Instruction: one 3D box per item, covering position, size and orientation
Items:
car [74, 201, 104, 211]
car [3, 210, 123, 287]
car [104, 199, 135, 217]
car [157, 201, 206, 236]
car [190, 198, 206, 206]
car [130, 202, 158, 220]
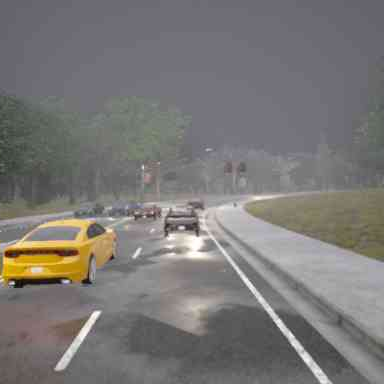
[{"bbox_3d":[-10.152,1.727,33.199,1.837,1.490,4.892,-1,0,4],"label":"car"},{"bbox_3d":[-3.481,1.552,9.707,1.882,1.535,5.008,-1,0,-2],"label":"car"},{"bbox_3d":[-6.857,1.506,33.591,2.097,1.767,4.553,-1,0,5],"label":"car"},{"bbox_3d":[-0.556,1.525,18.636,2.128,1.511,4.902,-1,0,-1],"label":"car"},{"bbox_3d":[0.642,1.465,41.266,1.882,1.535,5.008,-1,0,7],"label":"car"},{"bbox_3d":[-3.722,1.692,28.835,1.895,1.301,4.718,-1,0,2],"label":"car"}]
